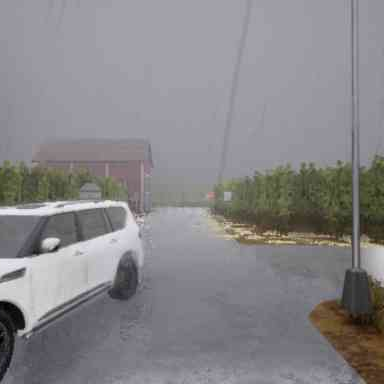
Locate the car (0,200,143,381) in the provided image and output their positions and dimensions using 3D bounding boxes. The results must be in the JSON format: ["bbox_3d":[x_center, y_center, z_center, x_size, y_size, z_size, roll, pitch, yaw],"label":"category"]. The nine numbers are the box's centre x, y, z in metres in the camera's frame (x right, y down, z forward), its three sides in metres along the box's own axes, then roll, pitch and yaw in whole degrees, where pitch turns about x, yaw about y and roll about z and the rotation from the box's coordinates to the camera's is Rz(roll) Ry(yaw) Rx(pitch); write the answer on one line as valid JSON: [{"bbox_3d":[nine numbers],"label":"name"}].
[{"bbox_3d":[-2.775,1.210,5.696,2.150,2.045,5.566,-1,0,16],"label":"car"}]
